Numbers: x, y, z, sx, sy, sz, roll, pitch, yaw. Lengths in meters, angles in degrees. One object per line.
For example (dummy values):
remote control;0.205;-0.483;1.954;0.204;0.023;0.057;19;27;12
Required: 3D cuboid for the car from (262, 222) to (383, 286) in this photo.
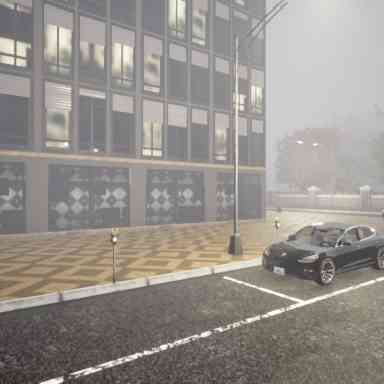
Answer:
car;3.914;1.562;9.438;4.313;1.339;1.947;0;0;-35
